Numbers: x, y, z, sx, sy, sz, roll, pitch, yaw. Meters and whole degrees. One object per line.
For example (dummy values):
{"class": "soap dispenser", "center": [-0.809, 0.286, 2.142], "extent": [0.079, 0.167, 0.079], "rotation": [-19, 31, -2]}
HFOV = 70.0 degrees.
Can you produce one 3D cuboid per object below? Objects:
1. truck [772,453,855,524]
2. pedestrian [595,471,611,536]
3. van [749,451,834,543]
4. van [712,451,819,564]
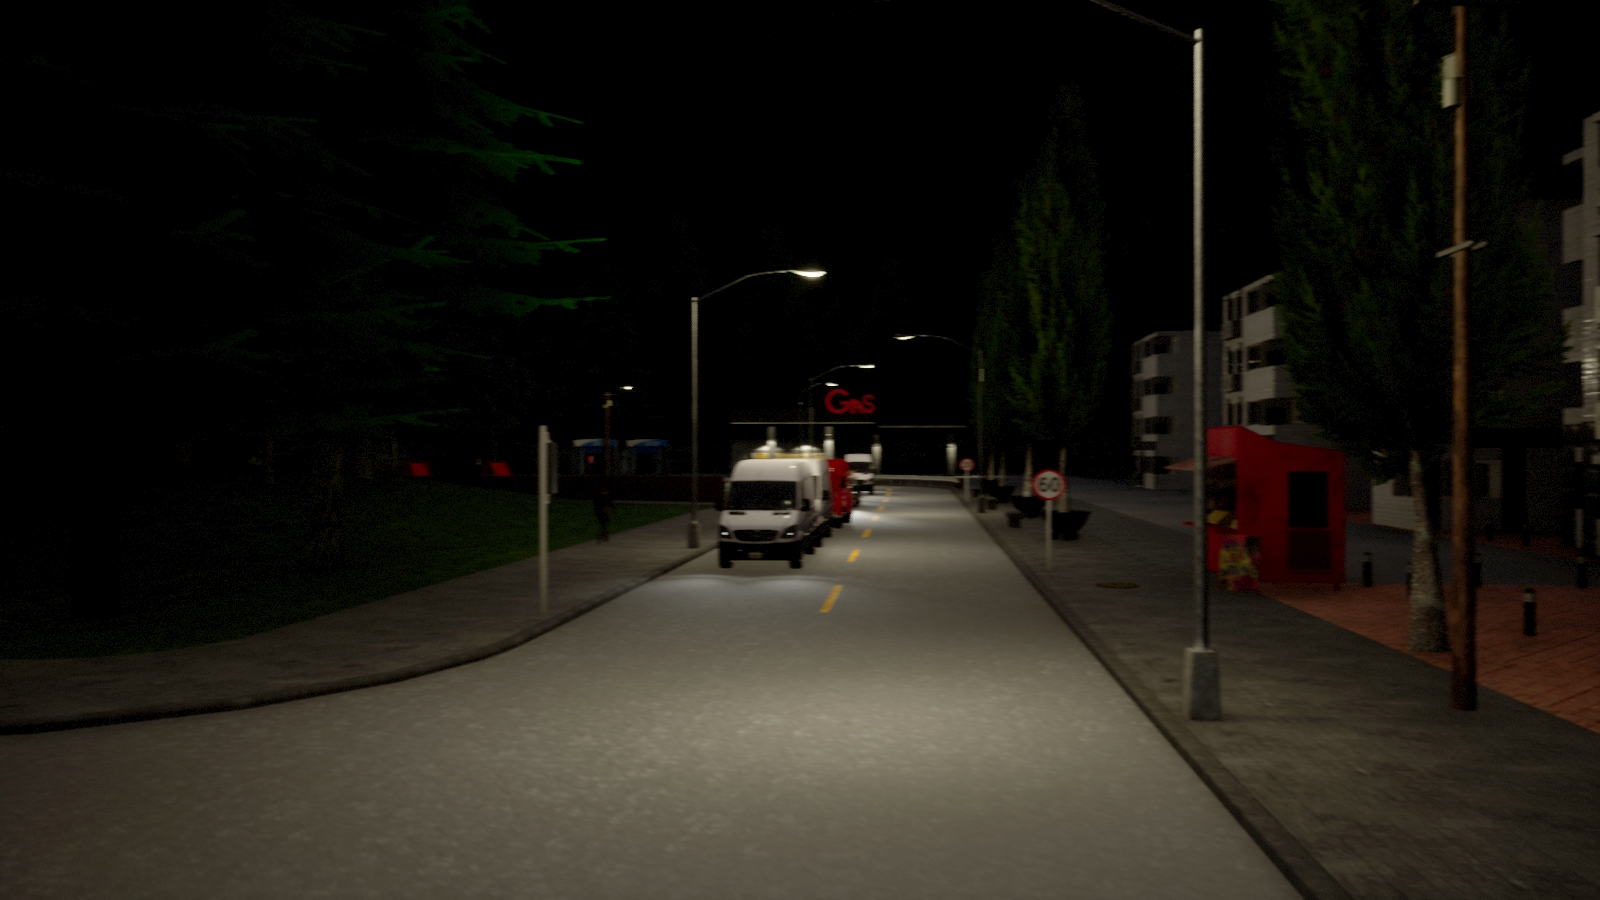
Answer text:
{"class": "truck", "center": [0.588, 1.346, 42.271], "extent": [2.627, 2.467, 5.204], "rotation": [0, 0, 6]}
{"class": "pedestrian", "center": [-5.674, 1.536, 32.929], "extent": [0.375, 1.860, 0.375], "rotation": [0, 0, 6]}
{"class": "van", "center": [-0.152, 1.314, 35.005], "extent": [1.988, 2.561, 5.915], "rotation": [0, 0, 6]}
{"class": "van", "center": [-0.750, 1.315, 29.098], "extent": [1.988, 2.561, 5.915], "rotation": [0, 0, 6]}
